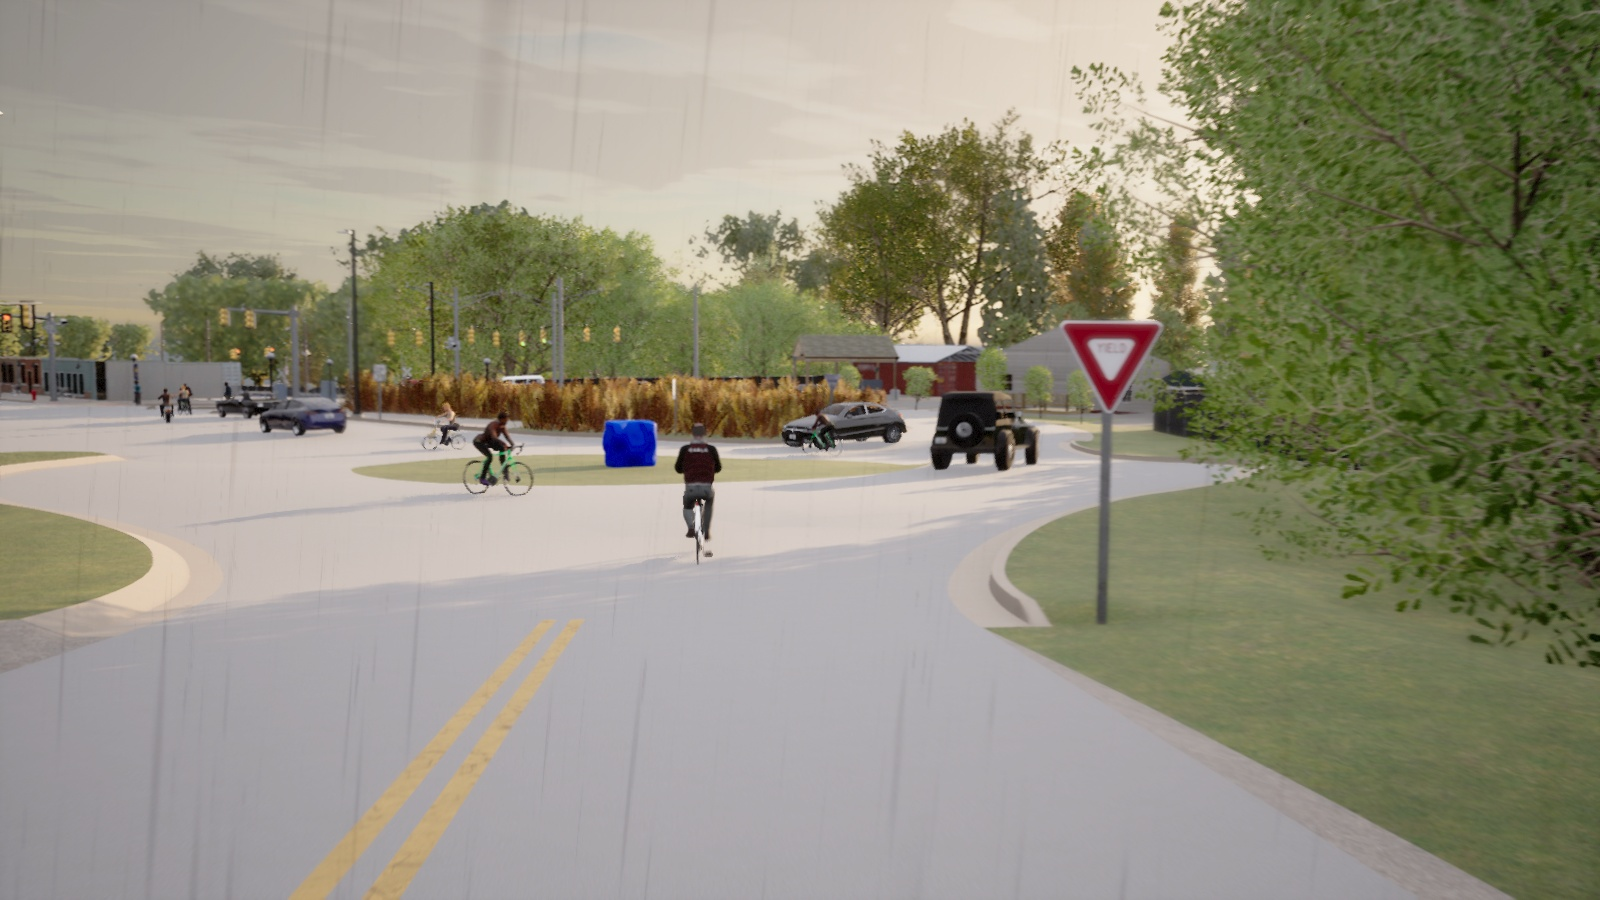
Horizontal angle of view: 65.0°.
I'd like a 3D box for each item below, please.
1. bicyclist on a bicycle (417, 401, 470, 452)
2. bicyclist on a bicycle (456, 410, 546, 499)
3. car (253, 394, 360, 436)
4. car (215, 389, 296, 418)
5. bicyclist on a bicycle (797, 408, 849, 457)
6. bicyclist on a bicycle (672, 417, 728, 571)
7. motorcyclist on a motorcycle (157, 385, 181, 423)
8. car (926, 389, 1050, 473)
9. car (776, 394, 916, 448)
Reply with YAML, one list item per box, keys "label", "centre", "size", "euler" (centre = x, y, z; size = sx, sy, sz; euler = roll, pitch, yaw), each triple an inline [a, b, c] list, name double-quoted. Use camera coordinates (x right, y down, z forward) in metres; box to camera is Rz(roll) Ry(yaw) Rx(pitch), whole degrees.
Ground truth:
- label: "bicyclist on a bicycle"
  centre: [-11.925, -0.812, 41.991]
  size: [1.509, 1.612, 0.866]
  euler: [-2, 6, -35]
- label: "bicyclist on a bicycle"
  centre: [-5.742, 0.068, 24.112]
  size: [1.656, 1.620, 0.582]
  euler: [2, 4, 24]
- label: "car"
  centre: [-20.134, -1.468, 51.149]
  size: [4.792, 1.488, 2.163]
  euler: [4, 7, 43]
- label: "car"
  centre: [-27.113, -2.322, 62.413]
  size: [4.718, 1.301, 1.895]
  euler: [3, 6, 43]
- label: "bicyclist on a bicycle"
  centre: [0.782, -0.597, 42.456]
  size: [1.656, 1.620, 0.582]
  euler: [1, 5, 35]
- label: "bicyclist on a bicycle"
  centre: [-1.261, 0.514, 16.098]
  size: [0.659, 1.776, 1.843]
  euler: [0, 4, -3]
- label: "motorcyclist on a motorcycle"
  centre: [-29.690, -2.193, 59.082]
  size: [0.766, 1.649, 2.350]
  euler: [-4, 6, -30]
- label: "car"
  centre: [4.657, -0.522, 30.726]
  size: [1.905, 1.878, 3.866]
  euler: [1, 3, 26]
- label: "car"
  centre: [1.787, -1.152, 47.856]
  size: [5.027, 1.651, 2.152]
  euler: [-5, 6, -35]
